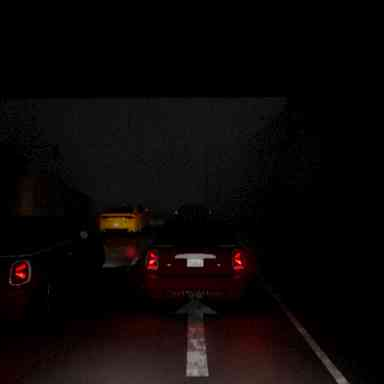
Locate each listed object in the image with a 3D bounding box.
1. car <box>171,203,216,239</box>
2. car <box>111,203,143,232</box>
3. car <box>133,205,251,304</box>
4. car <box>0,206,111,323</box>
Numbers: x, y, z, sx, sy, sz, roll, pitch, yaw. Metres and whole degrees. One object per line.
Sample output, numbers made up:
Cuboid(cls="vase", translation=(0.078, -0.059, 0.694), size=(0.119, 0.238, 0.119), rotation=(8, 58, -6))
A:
Cuboid(cls="car", translation=(0.070, 1.379, 17.636), size=(2.033, 1.411, 5.357), rotation=(0, 1, 0))
Cuboid(cls="car", translation=(-3.431, 1.310, 17.525), size=(1.882, 1.535, 5.008), rotation=(0, 1, 0))
Cuboid(cls="car", translation=(0.067, 1.274, 8.107), size=(2.097, 1.767, 4.553), rotation=(0, 1, 0))
Cuboid(cls="car", translation=(-3.428, 1.285, 7.205), size=(2.097, 1.767, 4.553), rotation=(0, 1, 0))
